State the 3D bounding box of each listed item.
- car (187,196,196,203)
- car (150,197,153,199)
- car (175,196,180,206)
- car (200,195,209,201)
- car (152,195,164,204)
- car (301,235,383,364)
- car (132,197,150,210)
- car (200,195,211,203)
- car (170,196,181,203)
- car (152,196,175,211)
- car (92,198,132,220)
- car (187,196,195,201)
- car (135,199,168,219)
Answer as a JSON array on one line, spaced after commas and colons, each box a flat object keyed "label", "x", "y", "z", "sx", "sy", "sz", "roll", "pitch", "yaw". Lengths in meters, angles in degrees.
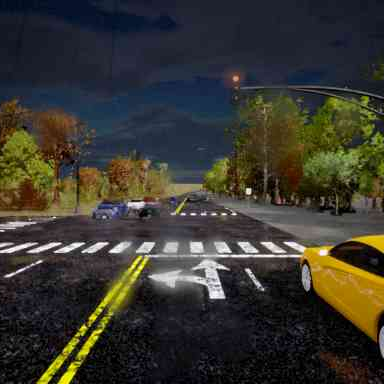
[{"label": "car", "x": -0.159, "y": 1.567, "z": 72.197, "sx": 1.994, "sy": 1.385, "sz": 4.181, "roll": 0, "pitch": 0, "yaw": 0}, {"label": "car", "x": -6.736, "y": 1.482, "z": 53.607, "sx": 1.882, "sy": 1.535, "sz": 5.008, "roll": 0, "pitch": 0, "yaw": 0}, {"label": "car", "x": -3.492, "y": 1.532, "z": 55.075, "sx": 1.812, "sy": 1.442, "sz": 4.674, "roll": 0, "pitch": 0, "yaw": 0}, {"label": "car", "x": 3.022, "y": 1.459, "z": 81.684, "sx": 2.033, "sy": 1.411, "sz": 5.357, "roll": 0, "pitch": 0, "yaw": 0}, {"label": "car", "x": -6.709, "y": 1.486, "z": 66.798, "sx": 1.882, "sy": 1.535, "sz": 5.008, "roll": 0, "pitch": 0, "yaw": 0}, {"label": "car", "x": 3.347, "y": 1.444, "z": 5.450, "sx": 1.882, "sy": 1.535, "sz": 5.008, "roll": 0, "pitch": 1, "yaw": 0}, {"label": "car", "x": -6.719, "y": 1.528, "z": 40.803, "sx": 1.812, "sy": 1.442, "sz": 4.674, "roll": 0, "pitch": 0, "yaw": 0}, {"label": "car", "x": 3.073, "y": 1.506, "z": 71.529, "sx": 2.128, "sy": 1.511, "sz": 4.902, "roll": 0, "pitch": 0, "yaw": 0}, {"label": "car", "x": -3.445, "y": 1.556, "z": 68.880, "sx": 2.033, "sy": 1.411, "sz": 5.357, "roll": 0, "pitch": 0, "yaw": 0}, {"label": "car", "x": -3.466, "y": 1.507, "z": 41.710, "sx": 1.837, "sy": 1.490, "sz": 4.892, "roll": 0, "pitch": 0, "yaw": 0}, {"label": "car", "x": -6.671, "y": 1.324, "z": 27.521, "sx": 2.097, "sy": 1.767, "sz": 4.553, "roll": 0, "pitch": 0, "yaw": 0}, {"label": "car", "x": -0.228, "y": 1.608, "z": 82.020, "sx": 1.895, "sy": 1.301, "sz": 4.718, "roll": 0, "pitch": 0, "yaw": 0}, {"label": "car", "x": -3.423, "y": 1.592, "z": 28.916, "sx": 1.895, "sy": 1.301, "sz": 4.718, "roll": 0, "pitch": 0, "yaw": 0}]
